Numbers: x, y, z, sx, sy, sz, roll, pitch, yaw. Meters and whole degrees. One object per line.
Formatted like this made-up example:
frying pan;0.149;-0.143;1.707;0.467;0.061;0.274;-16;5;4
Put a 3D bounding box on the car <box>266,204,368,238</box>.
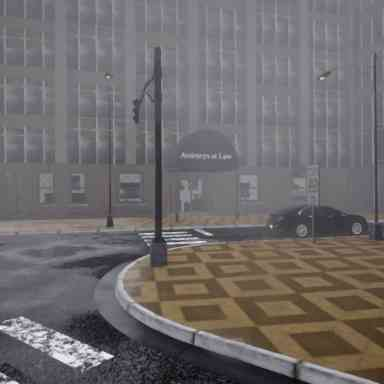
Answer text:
car;6.012;1.321;15.951;4.892;1.490;1.837;0;0;-14
